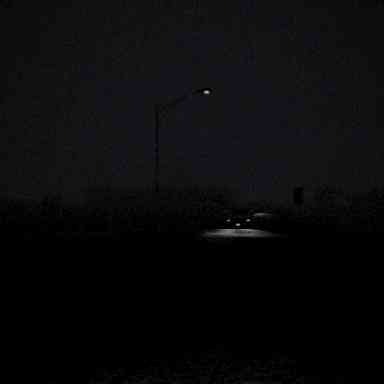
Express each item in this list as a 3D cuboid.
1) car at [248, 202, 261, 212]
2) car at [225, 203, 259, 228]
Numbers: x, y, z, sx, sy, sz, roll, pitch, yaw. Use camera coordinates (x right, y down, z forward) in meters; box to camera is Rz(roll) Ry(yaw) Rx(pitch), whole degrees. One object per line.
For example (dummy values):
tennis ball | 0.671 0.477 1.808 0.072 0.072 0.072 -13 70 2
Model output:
car | 8.012 2.022 43.880 1.812 1.442 4.674 -1 -1 13
car | 3.655 1.821 24.759 2.033 1.411 5.357 -1 -1 13
